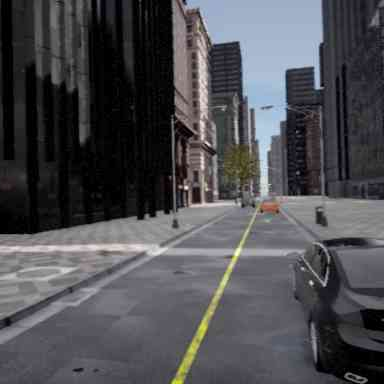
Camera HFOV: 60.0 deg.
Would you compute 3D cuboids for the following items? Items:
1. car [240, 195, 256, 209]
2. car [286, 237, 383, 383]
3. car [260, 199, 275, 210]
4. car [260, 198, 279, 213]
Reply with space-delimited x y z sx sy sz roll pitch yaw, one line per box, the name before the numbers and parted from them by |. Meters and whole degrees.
car | 9.096 1.596 53.740 2.150 2.045 5.566 -2 -1 12
car | 2.720 1.491 5.412 1.837 1.490 4.892 -2 -1 12
car | 11.183 1.824 49.193 1.994 1.385 4.181 -2 -1 12
car | 9.141 1.548 39.432 2.097 1.767 4.553 -2 -1 12
